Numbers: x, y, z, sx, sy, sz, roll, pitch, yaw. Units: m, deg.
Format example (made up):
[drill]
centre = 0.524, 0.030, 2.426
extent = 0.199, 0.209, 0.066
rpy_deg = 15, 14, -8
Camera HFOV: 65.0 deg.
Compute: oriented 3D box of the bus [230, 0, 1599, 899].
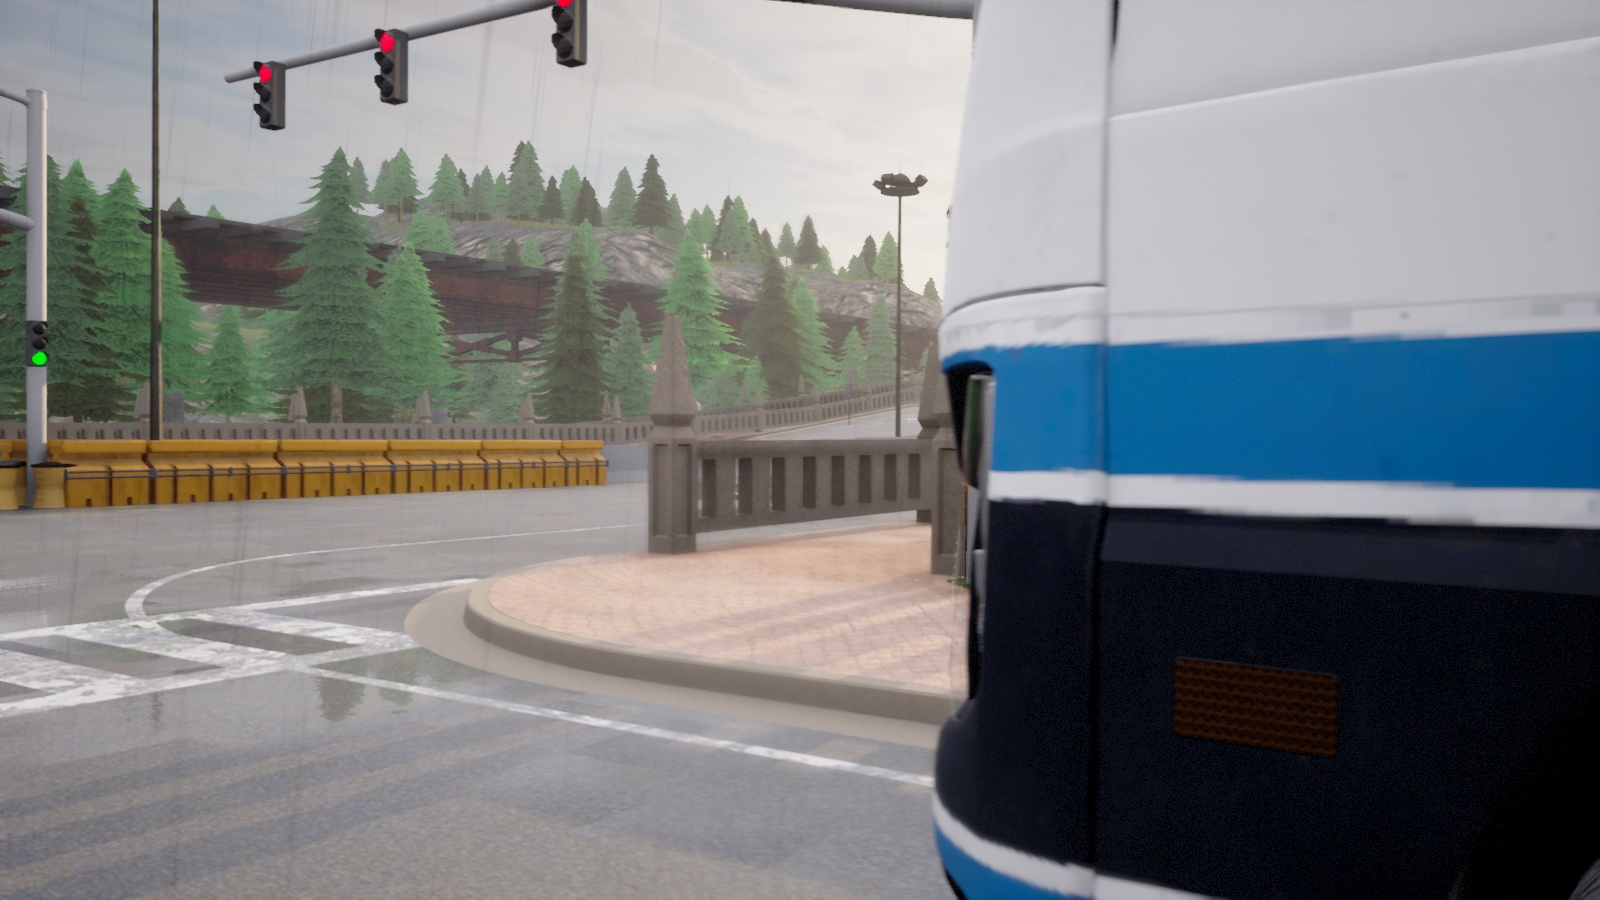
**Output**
[bus]
centre = 4.568, -0.701, 0.561
extent = 10.273, 4.253, 3.944
rpy_deg = 0, 1, 34
